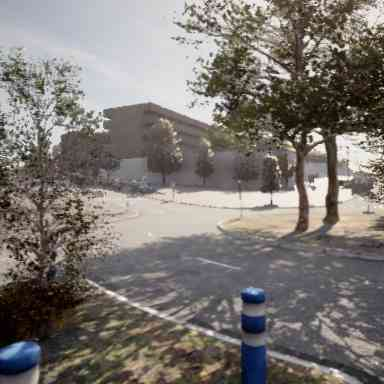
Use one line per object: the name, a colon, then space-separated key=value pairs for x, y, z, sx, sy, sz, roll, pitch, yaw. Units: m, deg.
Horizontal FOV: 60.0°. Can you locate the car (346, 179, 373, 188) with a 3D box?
car: x=36.688 y=-1.865 z=72.998 sx=4.892 sy=1.521 sz=2.231 roll=-3 pitch=4 yaw=14

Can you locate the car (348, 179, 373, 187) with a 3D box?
car: x=38.272 y=-2.067 z=75.489 sx=4.674 sy=1.452 sz=2.002 roll=-2 pitch=3 yaw=13

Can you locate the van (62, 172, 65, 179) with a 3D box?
van: x=-31.612 y=-3.964 z=89.003 sx=1.878 sy=1.987 sz=4.442 roll=5 pitch=4 yaw=32

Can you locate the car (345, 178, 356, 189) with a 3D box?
car: x=35.040 y=-1.593 z=70.546 sx=4.792 sy=1.488 sz=2.163 roll=-3 pitch=4 yaw=14

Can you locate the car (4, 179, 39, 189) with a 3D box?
car: x=-29.468 y=-1.382 z=57.602 sx=2.097 sy=1.535 sz=5.008 roll=4 pitch=5 yaw=31

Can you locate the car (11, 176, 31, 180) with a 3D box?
car: x=-27.594 y=-1.263 z=55.331 sx=2.185 sy=1.767 sz=4.553 roll=5 pitch=6 yaw=31

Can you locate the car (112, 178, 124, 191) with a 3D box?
car: x=-11.592 y=-1.211 z=62.780 sx=2.435 sy=2.045 sz=5.566 roll=6 pitch=5 yaw=33

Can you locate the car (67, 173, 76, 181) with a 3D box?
car: x=-27.947 y=-3.486 z=84.247 sx=2.435 sy=2.045 sz=5.566 roll=5 pitch=4 yaw=32

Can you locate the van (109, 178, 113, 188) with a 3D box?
van: x=-13.439 y=-1.436 z=65.096 sx=1.878 sy=1.987 sz=4.442 roll=6 pitch=5 yaw=33

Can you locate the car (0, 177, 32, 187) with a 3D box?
car: x=-33.036 y=-1.885 z=62.332 sx=1.946 sy=1.575 sz=5.366 roll=4 pitch=5 yaw=31

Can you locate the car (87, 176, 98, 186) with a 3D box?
car: x=-20.611 y=-2.223 z=74.763 sx=2.231 sy=1.521 sz=4.892 roll=6 pitch=5 yaw=32

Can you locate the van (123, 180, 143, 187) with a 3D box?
van: x=-9.723 y=-0.938 z=60.520 sx=1.878 sy=1.987 sz=4.442 roll=5 pitch=4 yaw=33

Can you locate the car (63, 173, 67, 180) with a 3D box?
car: x=-29.924 y=-3.484 z=86.419 sx=1.946 sy=1.575 sz=5.366 roll=6 pitch=5 yaw=32

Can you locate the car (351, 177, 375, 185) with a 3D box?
car: x=41.340 y=-2.707 z=80.483 sx=4.553 sy=1.767 sz=2.185 roll=-2 pitch=3 yaw=12

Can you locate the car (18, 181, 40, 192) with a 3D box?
car: x=-22.064 y=-0.371 z=48.484 sx=2.163 sy=1.488 sz=4.792 roll=4 pitch=5 yaw=31

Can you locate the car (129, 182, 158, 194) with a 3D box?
car: x=-8.003 y=-0.458 z=58.046 sx=2.097 sy=1.535 sz=5.008 roll=5 pitch=4 yaw=33

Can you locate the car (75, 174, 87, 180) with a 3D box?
car: x=-24.250 y=-2.981 z=79.524 sx=2.435 sy=2.045 sz=5.566 roll=5 pitch=4 yaw=32

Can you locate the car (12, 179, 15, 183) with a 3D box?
car: x=-25.786 y=-0.859 z=53.005 sx=2.163 sy=1.488 sz=4.792 roll=5 pitch=6 yaw=31

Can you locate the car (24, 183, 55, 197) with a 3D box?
car: x=-20.229 y=-0.113 z=46.173 sx=2.002 sy=1.452 sz=4.674 roll=4 pitch=5 yaw=31

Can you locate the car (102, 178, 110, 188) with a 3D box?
car: x=-15.203 y=-1.591 z=67.567 sx=2.185 sy=1.767 sz=4.553 roll=5 pitch=4 yaw=33

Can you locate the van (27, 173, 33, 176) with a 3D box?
van: x=-31.354 y=-1.846 z=59.772 sx=1.878 sy=1.987 sz=4.442 roll=5 pitch=6 yaw=31

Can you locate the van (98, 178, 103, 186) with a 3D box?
van: x=-16.923 y=-1.947 z=70.074 sx=1.878 sy=1.987 sz=4.442 roll=5 pitch=4 yaw=33

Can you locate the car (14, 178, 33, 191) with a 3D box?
car: x=-23.901 y=-0.771 z=50.756 sx=2.185 sy=1.767 sz=4.553 roll=5 pitch=6 yaw=31
